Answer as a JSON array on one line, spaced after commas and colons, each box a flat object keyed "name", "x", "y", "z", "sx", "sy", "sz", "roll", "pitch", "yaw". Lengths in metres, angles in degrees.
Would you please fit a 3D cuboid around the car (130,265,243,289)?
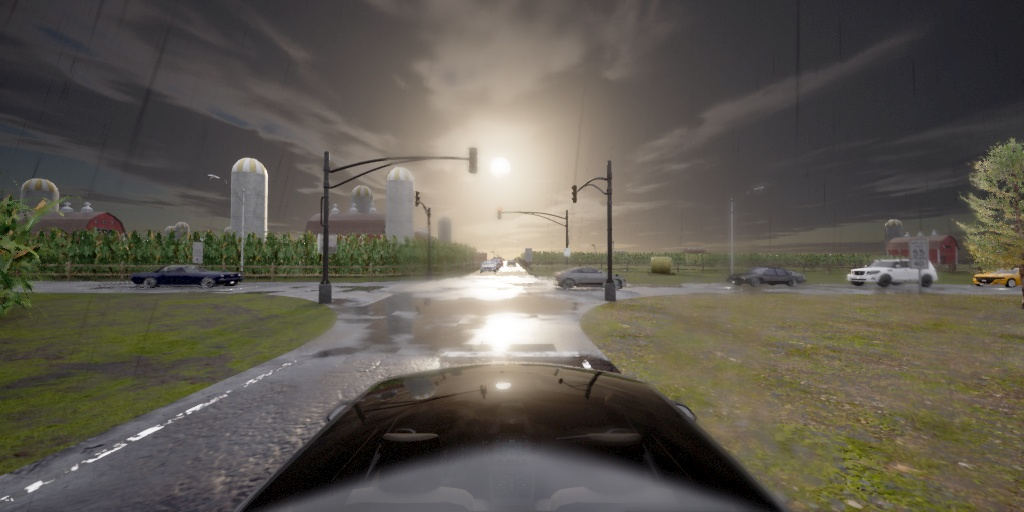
[{"name": "car", "x": -18.196, "y": 1.179, "z": 20.290, "sx": 4.718, "sy": 1.301, "sz": 1.895, "roll": 1, "pitch": -1, "yaw": -6}]

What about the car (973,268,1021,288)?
[{"name": "car", "x": 38.836, "y": 1.645, "z": 27.806, "sx": 5.008, "sy": 1.535, "sz": 1.882, "roll": 1, "pitch": -1, "yaw": -5}]

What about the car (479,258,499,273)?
[{"name": "car", "x": -2.827, "y": 1.312, "z": 43.405, "sx": 1.812, "sy": 1.442, "sz": 4.674, "roll": 0, "pitch": 0, "yaw": -1}]

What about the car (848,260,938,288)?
[{"name": "car", "x": 28.655, "y": 1.291, "z": 27.050, "sx": 5.566, "sy": 2.045, "sz": 2.150, "roll": 1, "pitch": -1, "yaw": -4}]

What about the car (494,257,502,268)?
[{"name": "car", "x": -2.883, "y": 1.325, "z": 52.563, "sx": 1.812, "sy": 1.442, "sz": 4.674, "roll": 0, "pitch": 0, "yaw": 0}]

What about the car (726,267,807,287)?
[{"name": "car", "x": 18.670, "y": 1.525, "z": 26.339, "sx": 5.357, "sy": 1.411, "sz": 2.033, "roll": 1, "pitch": -1, "yaw": -8}]

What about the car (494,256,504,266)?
[{"name": "car", "x": -2.904, "y": 1.295, "z": 62.584, "sx": 1.882, "sy": 1.535, "sz": 5.008, "roll": 0, "pitch": 0, "yaw": 0}]

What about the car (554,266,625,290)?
[{"name": "car", "x": 4.622, "y": 1.322, "z": 21.618, "sx": 4.181, "sy": 1.385, "sz": 1.994, "roll": 1, "pitch": -1, "yaw": -4}]
